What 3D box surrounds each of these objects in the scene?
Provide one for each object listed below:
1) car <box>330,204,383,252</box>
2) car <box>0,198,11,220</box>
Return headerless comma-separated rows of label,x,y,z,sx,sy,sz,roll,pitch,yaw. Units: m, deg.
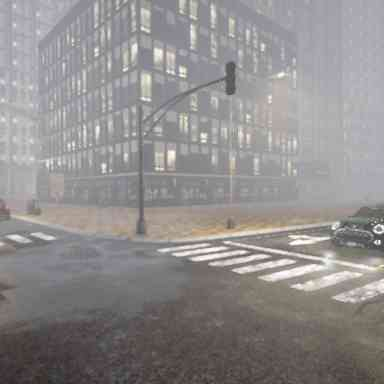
car,7.541,1.285,13.365,4.553,1.767,2.097,0,0,-37
car,-13.985,1.071,22.925,1.967,1.590,4.097,1,1,-42
